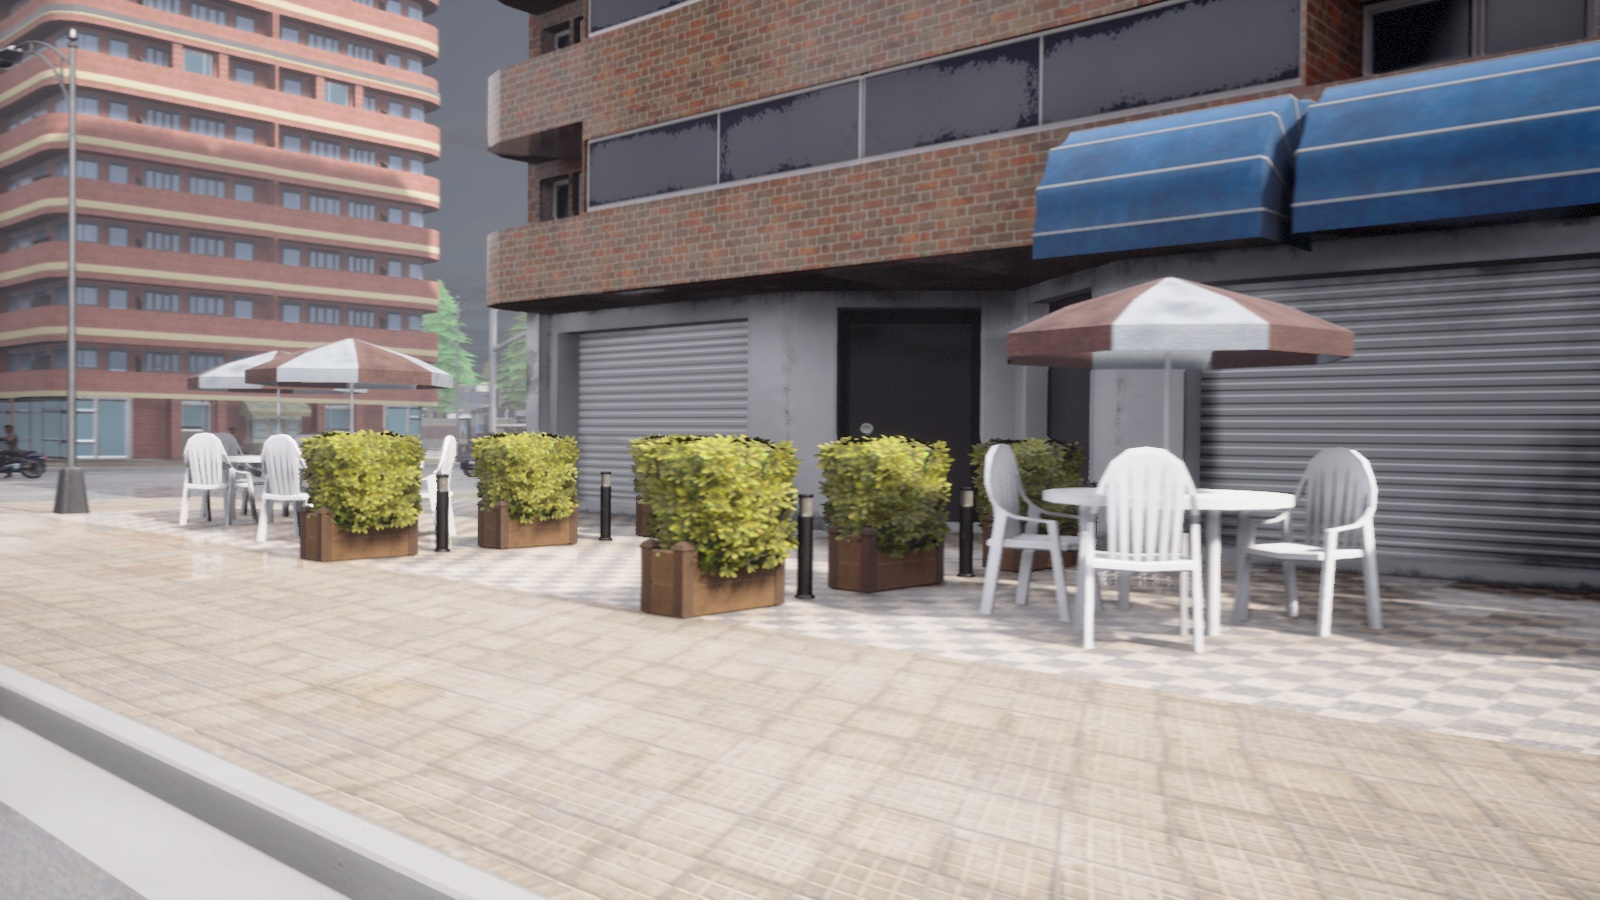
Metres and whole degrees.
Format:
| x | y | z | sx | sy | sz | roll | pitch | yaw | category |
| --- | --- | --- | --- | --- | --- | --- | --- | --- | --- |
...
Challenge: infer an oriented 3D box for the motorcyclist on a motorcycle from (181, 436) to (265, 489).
| x | y | z | sx | sy | sz | roll | pitch | yaw | category |
| --- | --- | --- | --- | --- | --- | --- | --- | --- | --- |
| -18.899 | 0.390 | 41.167 | 0.766 | 1.649 | 2.350 | 0 | 1 | 43 | motorcyclist on a motorcycle |

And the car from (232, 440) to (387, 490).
| x | y | z | sx | sy | sz | roll | pitch | yaw | category |
| --- | --- | --- | --- | --- | --- | --- | --- | --- | --- |
| -15.460 | 0.443 | 39.738 | 1.816 | 1.474 | 4.193 | 0 | 1 | 43 | car |

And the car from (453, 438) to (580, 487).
| x | y | z | sx | sy | sz | roll | pitch | yaw | category |
| --- | --- | --- | --- | --- | --- | --- | --- | --- | --- |
| -9.284 | 0.374 | 41.296 | 1.845 | 1.501 | 3.633 | 0 | 1 | 43 | car |

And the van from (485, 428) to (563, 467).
| x | y | z | sx | sy | sz | roll | pitch | yaw | category |
| --- | --- | --- | --- | --- | --- | --- | --- | --- | --- |
| -14.747 | -0.155 | 67.008 | 4.442 | 1.987 | 1.775 | 0 | 1 | 42 | van |

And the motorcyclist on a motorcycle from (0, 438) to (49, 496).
| x | y | z | sx | sy | sz | roll | pitch | yaw | category |
| --- | --- | --- | --- | --- | --- | --- | --- | --- | --- |
| -23.244 | 0.482 | 36.428 | 0.766 | 1.649 | 2.350 | 0 | 1 | 43 | motorcyclist on a motorcycle |
